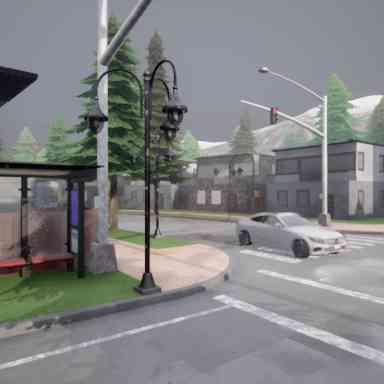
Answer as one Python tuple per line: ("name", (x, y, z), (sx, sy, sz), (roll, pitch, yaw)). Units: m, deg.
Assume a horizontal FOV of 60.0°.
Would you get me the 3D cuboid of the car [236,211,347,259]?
("car", (3.561, 1.511, 12.848), (1.812, 1.442, 4.674), (0, 0, -31))
